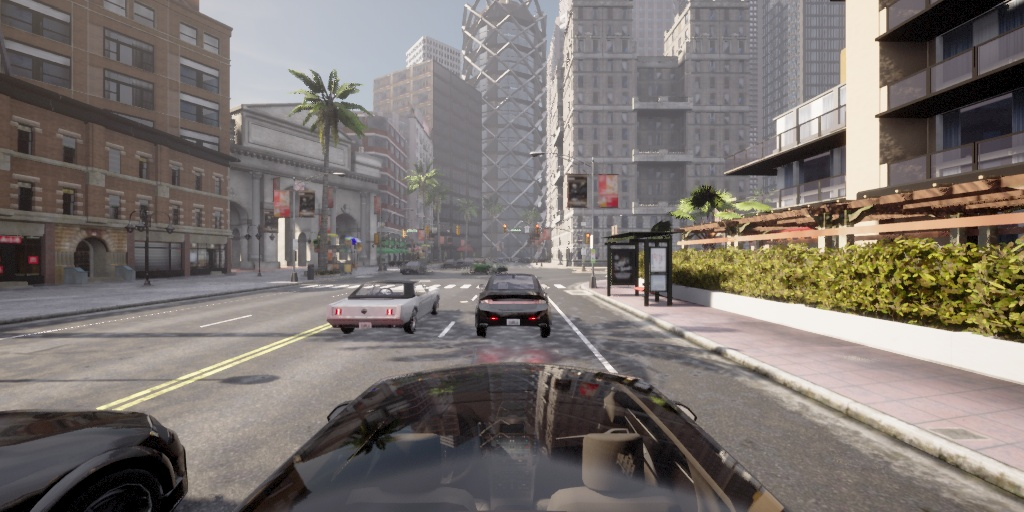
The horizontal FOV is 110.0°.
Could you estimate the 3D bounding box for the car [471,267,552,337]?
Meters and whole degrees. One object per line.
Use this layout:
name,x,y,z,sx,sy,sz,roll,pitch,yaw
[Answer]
car,0.042,1.242,10.329,2.128,1.511,4.902,0,0,0

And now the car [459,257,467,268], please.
car,-7.195,1.297,61.336,2.033,1.411,5.357,0,0,0

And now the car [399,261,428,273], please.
car,-10.680,1.297,39.370,2.033,1.411,5.357,0,0,0

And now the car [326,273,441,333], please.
car,-3.457,1.351,10.708,1.895,1.301,4.718,0,0,0

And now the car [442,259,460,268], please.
car,-10.692,1.297,62.219,2.033,1.411,5.357,0,0,0

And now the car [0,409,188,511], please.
car,-3.392,1.314,0.889,1.994,1.385,4.181,0,0,0

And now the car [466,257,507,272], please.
car,-2.516,1.102,38.941,2.097,1.767,4.553,0,0,-43
